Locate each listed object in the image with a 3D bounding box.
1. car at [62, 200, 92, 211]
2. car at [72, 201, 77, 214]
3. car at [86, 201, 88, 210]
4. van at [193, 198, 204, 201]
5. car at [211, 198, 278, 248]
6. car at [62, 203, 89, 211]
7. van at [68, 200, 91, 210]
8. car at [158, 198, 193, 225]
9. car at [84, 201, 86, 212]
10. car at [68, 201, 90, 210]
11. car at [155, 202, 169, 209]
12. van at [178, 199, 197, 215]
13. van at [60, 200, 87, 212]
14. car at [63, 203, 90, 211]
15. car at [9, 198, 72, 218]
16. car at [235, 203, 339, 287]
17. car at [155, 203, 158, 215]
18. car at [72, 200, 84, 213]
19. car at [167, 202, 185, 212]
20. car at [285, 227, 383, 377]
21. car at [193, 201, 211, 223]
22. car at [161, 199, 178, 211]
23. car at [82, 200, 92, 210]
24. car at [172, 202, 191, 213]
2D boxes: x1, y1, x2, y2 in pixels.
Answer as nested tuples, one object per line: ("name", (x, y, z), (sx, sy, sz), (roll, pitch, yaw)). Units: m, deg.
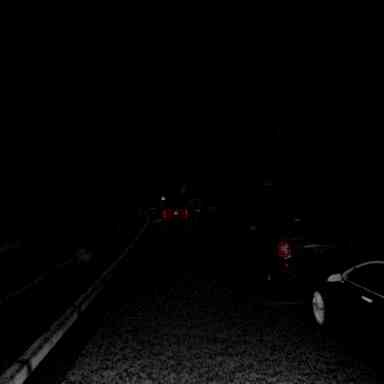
("car", (-23.013, 2.662, 67.042), (5.566, 2.045, 2.435), (0, -1, -15))
("car", (-16.967, 2.137, 40.439), (4.792, 1.488, 2.163), (0, -2, -9))
("car", (-19.062, 2.486, 51.282), (4.792, 1.488, 2.163), (0, -2, -12))
("van", (0.228, 1.700, 37.336), (1.878, 1.987, 4.442), (0, -1, -7))
("car", (2.513, 1.285, 15.198), (2.435, 2.045, 5.566), (0, 0, -3))
("car", (-21.594, 2.811, 61.886), (4.674, 1.452, 2.002), (0, -2, -14))
("van", (-23.618, 2.755, 69.722), (4.442, 1.987, 1.878), (0, -1, -16))
("car", (-1.356, 1.558, 25.702), (2.097, 1.767, 4.553), (0, -1, -6))
("car", (-18.560, 2.402, 48.601), (4.792, 1.488, 2.163), (0, -2, -11))
("car", (-24.501, 2.923, 72.334), (4.553, 1.767, 2.185), (0, -1, -16))
("car", (-6.322, 2.789, 69.022), (2.128, 1.511, 4.902), (0, -2, -15))
("van", (-0.618, 1.853, 42.807), (1.878, 1.987, 4.442), (0, -2, -9))
("van", (-21.048, 2.470, 59.234), (4.442, 1.987, 1.878), (0, -2, -14))
("car", (-22.233, 2.871, 64.422), (4.792, 1.488, 2.163), (0, -2, -15))
("car", (-16.111, 1.696, 35.050), (5.566, 2.045, 2.435), (0, -1, -8))
("car", (2.794, 1.370, 9.594), (2.185, 1.767, 4.553), (0, 0, -2))
("car", (-3.642, 2.093, 42.816), (1.882, 1.535, 5.008), (0, -2, -9))
("car", (-17.993, 2.288, 45.930), (4.892, 1.521, 2.231), (0, -2, -11))
("car", (-2.605, 2.407, 53.567), (2.097, 1.535, 5.008), (0, -2, -11))
("car", (2.973, 1.478, 3.960), (2.231, 1.521, 4.892), (0, 0, -1))
("car", (0.953, 1.832, 31.706), (2.002, 1.452, 4.674), (0, -1, -7))
("car", (-4.180, 2.365, 60.285), (2.150, 2.045, 5.566), (0, -2, -13))
("car", (-20.111, 2.614, 56.643), (5.366, 1.575, 1.946), (0, -2, -13))
("car", (-1.548, 2.273, 48.178), (2.163, 1.488, 4.792), (0, -2, -10))
